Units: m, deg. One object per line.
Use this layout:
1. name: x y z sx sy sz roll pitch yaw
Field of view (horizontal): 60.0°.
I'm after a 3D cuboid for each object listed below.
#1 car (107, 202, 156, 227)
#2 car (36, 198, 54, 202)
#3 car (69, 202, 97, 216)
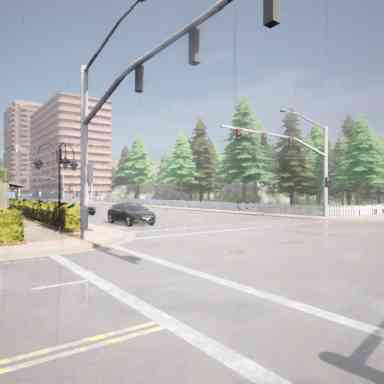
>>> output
1. car: -4.295 1.505 23.206 1.837 1.490 4.892 0 0 -37
2. car: -19.132 1.491 43.009 2.128 1.511 4.902 0 0 -37
3. car: -10.814 1.601 31.900 1.895 1.301 4.718 0 0 -37
